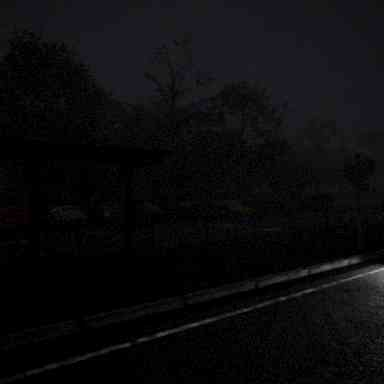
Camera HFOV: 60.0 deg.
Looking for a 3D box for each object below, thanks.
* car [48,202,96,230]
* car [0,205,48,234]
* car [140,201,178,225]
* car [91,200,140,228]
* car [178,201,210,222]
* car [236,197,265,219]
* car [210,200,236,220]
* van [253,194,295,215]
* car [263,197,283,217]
[{"bbox_3d":[-7.987,1.522,21.014,2.002,1.452,4.674,0,0,-36],"label":"car"},{"bbox_3d":[-10.243,1.487,19.397,2.097,1.535,5.008,0,0,-36],"label":"car"},{"bbox_3d":[-3.476,1.470,24.249,2.097,1.535,5.008,0,0,-36],"label":"car"},{"bbox_3d":[-5.749,1.350,22.655,2.185,1.767,4.553,0,0,-36],"label":"car"},{"bbox_3d":[-1.211,1.467,25.854,2.231,1.521,4.892,0,0,-36],"label":"car"},{"bbox_3d":[3.407,1.453,28.935,1.946,1.575,5.366,0,0,-36],"label":"car"},{"bbox_3d":[1.025,1.490,27.496,2.163,1.488,4.792,0,0,-36],"label":"car"},{"bbox_3d":[7.882,1.221,32.219,1.878,1.987,4.442,0,0,-36],"label":"van"},{"bbox_3d":[5.541,1.481,30.726,2.163,1.488,4.792,0,0,-36],"label":"car"}]
